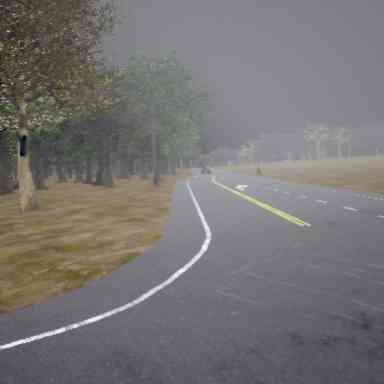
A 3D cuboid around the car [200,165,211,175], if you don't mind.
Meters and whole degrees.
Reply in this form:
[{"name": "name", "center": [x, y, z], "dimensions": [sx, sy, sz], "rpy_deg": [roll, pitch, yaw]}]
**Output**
[{"name": "car", "center": [2.981, -4.680, 71.221], "dimensions": [2.150, 2.045, 5.566], "rpy_deg": [-2, 5, 4]}]
